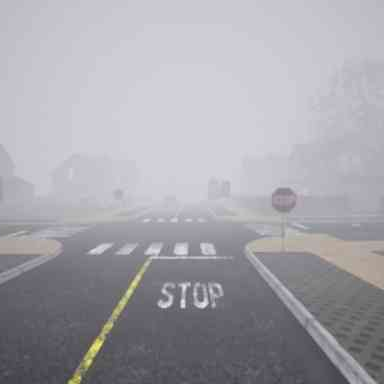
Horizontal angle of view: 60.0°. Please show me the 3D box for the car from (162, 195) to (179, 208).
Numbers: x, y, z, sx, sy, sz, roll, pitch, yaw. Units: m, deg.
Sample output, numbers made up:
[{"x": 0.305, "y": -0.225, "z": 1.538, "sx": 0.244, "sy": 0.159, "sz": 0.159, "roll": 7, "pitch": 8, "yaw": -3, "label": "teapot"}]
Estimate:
[{"x": -2.755, "y": 1.169, "z": 43.447, "sx": 2.097, "sy": 1.767, "sz": 4.553, "roll": 0, "pitch": 0, "yaw": 0, "label": "car"}]
